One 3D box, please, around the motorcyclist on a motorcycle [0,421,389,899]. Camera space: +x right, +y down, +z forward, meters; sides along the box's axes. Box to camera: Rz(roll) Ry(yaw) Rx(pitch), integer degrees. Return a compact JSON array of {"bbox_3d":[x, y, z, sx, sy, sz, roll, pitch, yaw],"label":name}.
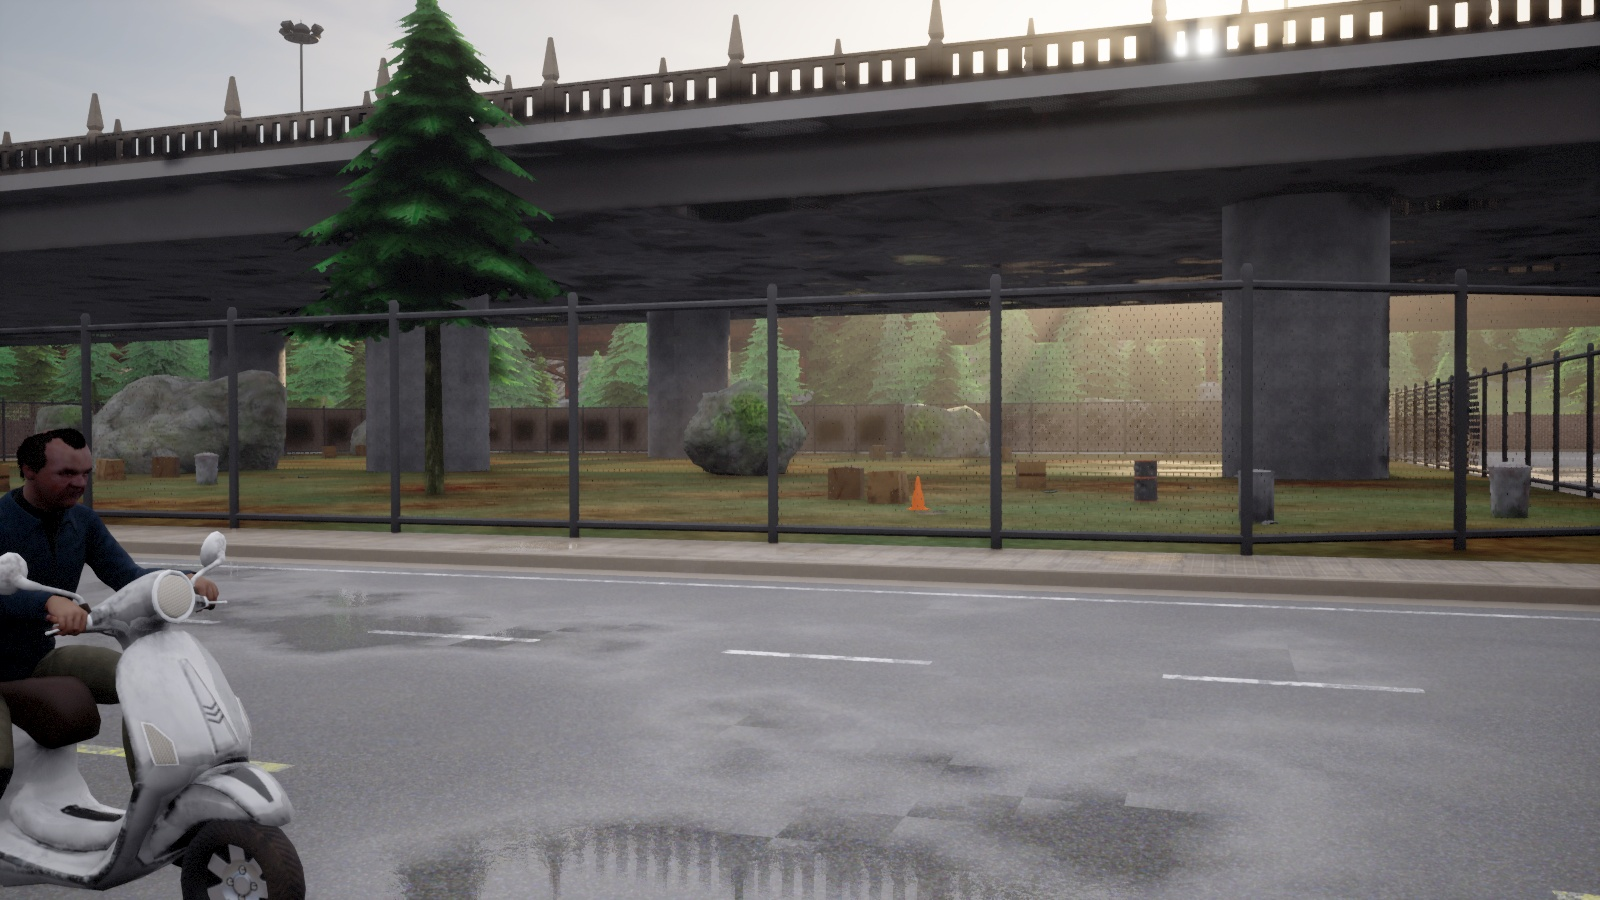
[{"bbox_3d":[-2.341,0.707,3.980,1.817,1.590,0.866,1,1,19],"label":"motorcyclist on a motorcycle"}]
